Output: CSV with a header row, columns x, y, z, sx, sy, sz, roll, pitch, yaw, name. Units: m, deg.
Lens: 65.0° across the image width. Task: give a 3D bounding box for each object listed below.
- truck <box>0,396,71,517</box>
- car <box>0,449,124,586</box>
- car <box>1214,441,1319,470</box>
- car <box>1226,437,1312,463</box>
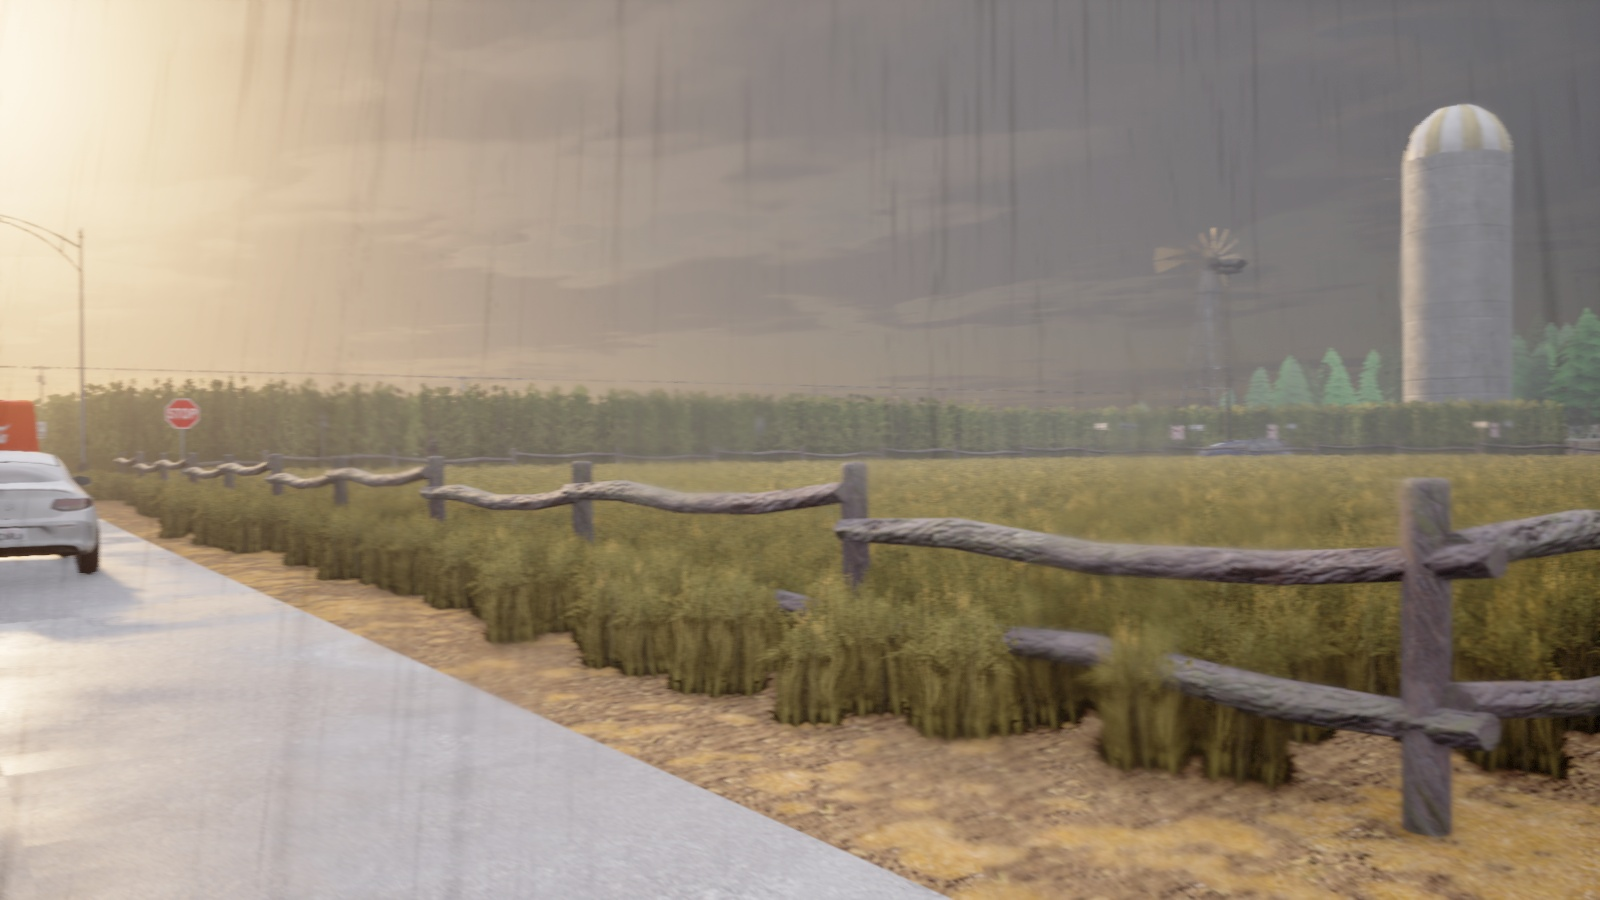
x,y,z,sx,sy,sz,roll,pitch,yaw,name
-17.846,0.113,27.745,2.627,2.467,5.204,-1,1,-34,truck
-9.633,0.724,15.504,1.812,1.442,4.674,-1,0,-34,car
23.403,0.267,63.161,4.674,1.442,1.812,0,0,7,car
30.508,0.022,81.722,4.856,1.649,2.033,0,0,36,car
